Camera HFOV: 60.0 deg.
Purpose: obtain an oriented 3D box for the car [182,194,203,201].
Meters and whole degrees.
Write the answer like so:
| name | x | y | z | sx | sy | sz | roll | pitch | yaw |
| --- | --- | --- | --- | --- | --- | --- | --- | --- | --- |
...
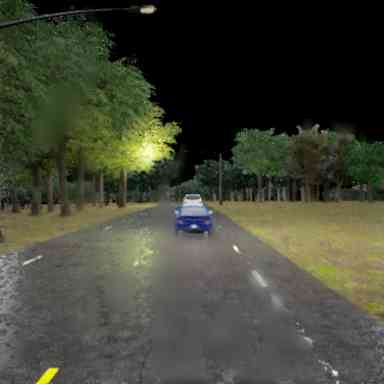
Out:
| name | x | y | z | sx | sy | sz | roll | pitch | yaw |
| --- | --- | --- | --- | --- | --- | --- | --- | --- | --- |
| car | 0.082 | 1.288 | 38.361 | 2.150 | 2.045 | 5.566 | 0 | 0 | 0 |

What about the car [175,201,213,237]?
| name | x | y | z | sx | sy | sz | roll | pitch | yaw |
| --- | --- | --- | --- | --- | --- | --- | --- | --- | --- |
| car | 0.092 | 1.473 | 18.095 | 1.882 | 1.535 | 5.008 | 0 | 0 | 0 |
